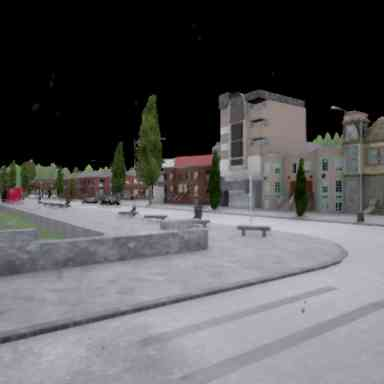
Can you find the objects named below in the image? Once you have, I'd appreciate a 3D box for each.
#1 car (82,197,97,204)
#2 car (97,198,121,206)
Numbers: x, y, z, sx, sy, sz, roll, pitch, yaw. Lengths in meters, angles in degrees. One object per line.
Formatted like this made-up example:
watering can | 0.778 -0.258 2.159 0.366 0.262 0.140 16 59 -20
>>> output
car | -19.187 1.562 62.583 1.994 1.385 4.181 0 0 -35
car | -13.384 1.599 54.449 1.895 1.301 4.718 0 0 -35
